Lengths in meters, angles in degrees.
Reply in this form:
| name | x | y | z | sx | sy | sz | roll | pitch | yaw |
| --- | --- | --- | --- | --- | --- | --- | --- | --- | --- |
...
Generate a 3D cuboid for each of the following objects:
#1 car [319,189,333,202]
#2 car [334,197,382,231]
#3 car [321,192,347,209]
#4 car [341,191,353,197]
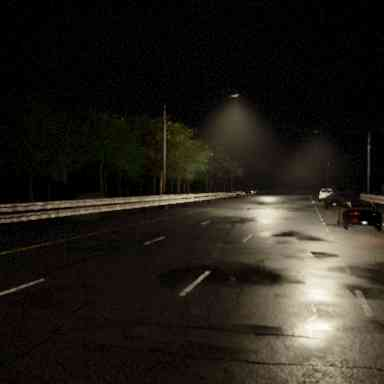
| name | x | y | z | sx | sy | sz | roll | pitch | yaw |
| --- | --- | --- | --- | --- | --- | --- | --- | --- | --- |
| car | 22.432 | 0.540 | 55.251 | 2.150 | 2.045 | 5.566 | 1 | 1 | 25 |
| car | 9.560 | 1.280 | 19.182 | 1.837 | 1.490 | 4.892 | 1 | 1 | 19 |
| car | 15.489 | 1.082 | 36.496 | 1.812 | 1.442 | 4.674 | 1 | 1 | 19 |
| car | 34.514 | 0.476 | 74.561 | 2.097 | 1.767 | 4.553 | 1 | 1 | 40 |
